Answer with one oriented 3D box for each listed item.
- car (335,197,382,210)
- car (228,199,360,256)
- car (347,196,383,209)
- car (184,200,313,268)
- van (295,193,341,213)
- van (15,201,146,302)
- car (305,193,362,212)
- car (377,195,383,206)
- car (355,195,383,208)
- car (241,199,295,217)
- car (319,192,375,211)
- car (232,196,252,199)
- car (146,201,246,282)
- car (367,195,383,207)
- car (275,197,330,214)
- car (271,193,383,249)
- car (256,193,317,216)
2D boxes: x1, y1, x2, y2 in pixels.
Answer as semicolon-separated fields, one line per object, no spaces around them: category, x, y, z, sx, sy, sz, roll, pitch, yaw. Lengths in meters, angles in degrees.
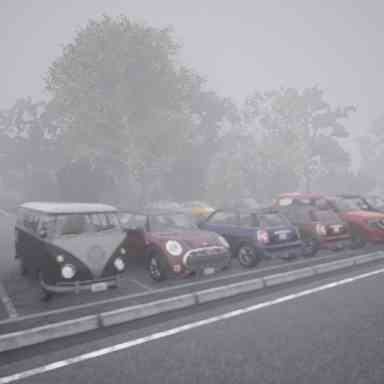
car;20.631;1.351;41.390;2.163;1.488;4.792;0;0;-36
car;3.723;1.312;13.137;2.185;1.767;4.553;0;0;-36
car;22.929;1.333;42.962;2.163;1.488;4.792;0;0;-36
car;1.443;1.321;11.505;2.185;1.767;4.553;0;0;-36
van;13.806;1.136;36.615;1.878;1.987;4.442;0;0;-36
van;-3.067;1.240;8.174;1.878;1.987;4.442;0;0;-36
car;16.115;1.101;38.159;2.435;2.045;5.566;0;0;-36
car;29.687;1.223;47.826;2.231;1.521;4.892;-1;0;-36
car;25.058;1.275;44.749;1.946;1.575;5.366;-1;0;-36
car;7.120;1.421;31.653;2.163;1.488;4.792;0;0;-36
car;18.406;1.087;39.728;2.435;2.045;5.566;0;0;-36
car;4.826;1.275;30.085;2.185;1.767;4.553;0;0;-36
car;-0.873;1.331;9.925;2.185;1.767;4.553;0;0;-36
car;27.427;1.251;46.211;2.097;1.535;5.008;-1;0;-36
car;11.510;1.369;35.058;1.946;1.575;5.366;0;0;-36
car;6.001;1.176;14.770;2.435;2.045;5.566;0;0;-36
car;9.343;1.130;33.314;2.435;2.045;5.566;0;0;-36
